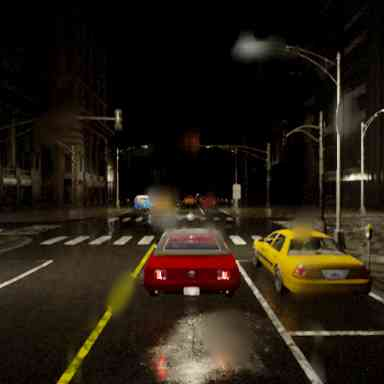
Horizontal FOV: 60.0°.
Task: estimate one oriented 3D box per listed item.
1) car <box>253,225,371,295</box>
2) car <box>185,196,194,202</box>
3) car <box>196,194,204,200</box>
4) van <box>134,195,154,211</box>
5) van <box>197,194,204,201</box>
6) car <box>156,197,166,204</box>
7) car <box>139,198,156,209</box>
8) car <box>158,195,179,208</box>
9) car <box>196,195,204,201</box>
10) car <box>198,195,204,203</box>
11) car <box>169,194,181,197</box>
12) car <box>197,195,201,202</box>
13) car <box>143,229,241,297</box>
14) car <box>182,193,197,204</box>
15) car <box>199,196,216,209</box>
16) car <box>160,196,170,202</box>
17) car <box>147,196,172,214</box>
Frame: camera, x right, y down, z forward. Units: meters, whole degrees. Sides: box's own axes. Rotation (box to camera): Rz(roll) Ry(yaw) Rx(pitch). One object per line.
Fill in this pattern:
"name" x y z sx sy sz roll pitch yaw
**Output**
"car" 2.707 1.531 8.634 1.752 1.417 4.829 0 0 0
"car" -0.596 1.531 76.278 1.895 1.301 4.718 0 0 0
"car" 2.280 1.591 63.302 1.752 1.417 4.829 0 0 0
"van" -6.096 1.376 40.982 1.690 1.788 3.998 0 0 0
"van" 2.100 1.440 85.233 1.690 1.788 3.998 0 0 0
"car" -6.310 1.656 68.606 1.802 1.307 4.206 0 0 0
"car" -6.139 1.587 46.507 1.887 1.381 4.507 0 0 0
"car" -3.467 1.535 48.658 2.128 1.511 4.902 0 0 0
"car" 2.056 1.658 90.758 2.008 1.369 4.403 0 0 0
"car" 2.371 1.594 52.082 1.887 1.381 4.507 0 0 0
"car" -3.540 1.570 63.126 1.837 1.490 4.892 0 0 0
"car" 2.326 1.602 57.607 1.887 1.381 4.507 0 0 0
"car" -0.002 1.606 8.573 1.895 1.301 4.718 0 0 0
"car" -0.513 1.548 65.829 1.882 1.535 5.008 0 0 0
"car" 2.416 1.587 46.556 1.887 1.381 4.507 0 0 0
"car" -6.396 1.641 79.655 2.008 1.369 4.403 0 0 0
"car" -3.365 1.506 35.340 1.882 1.535 5.008 0 0 -2
